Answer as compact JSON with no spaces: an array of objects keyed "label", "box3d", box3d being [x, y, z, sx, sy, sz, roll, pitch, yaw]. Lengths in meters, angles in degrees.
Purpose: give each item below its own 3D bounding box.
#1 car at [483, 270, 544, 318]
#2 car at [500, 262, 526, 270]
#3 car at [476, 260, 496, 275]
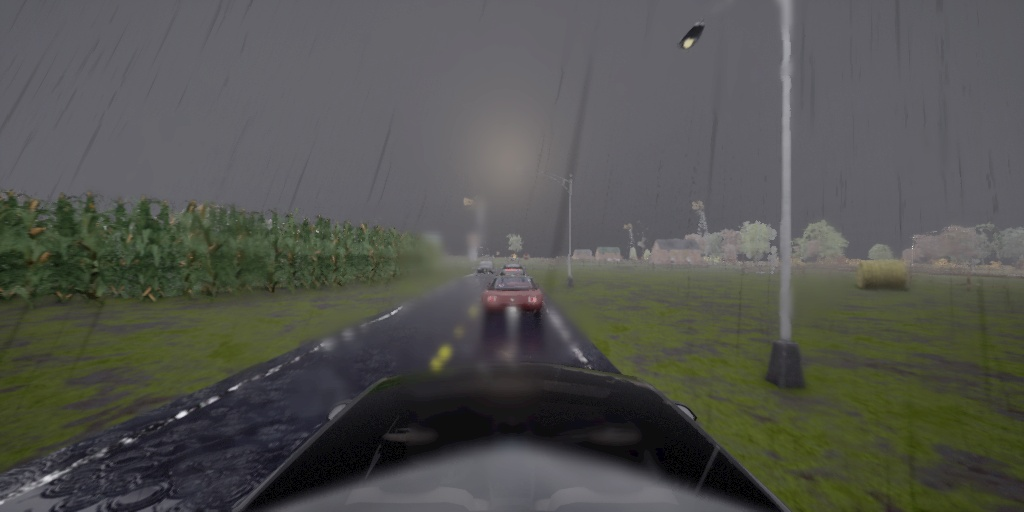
[{"label":"car","box3d":[0.065,1.355,13.034,1.895,1.301,4.718,0,0,0]},{"label":"car","box3d":[0.074,1.244,29.227,2.128,1.511,4.902,0,0,0]},{"label":"car","box3d":[-2.817,1.241,39.737,1.837,1.490,4.892,0,0,0]}]
